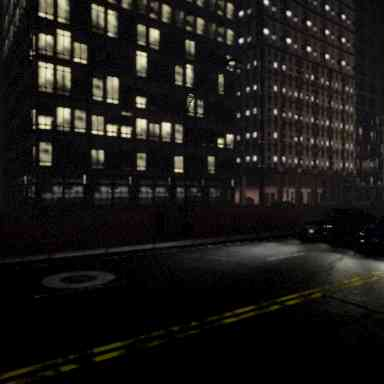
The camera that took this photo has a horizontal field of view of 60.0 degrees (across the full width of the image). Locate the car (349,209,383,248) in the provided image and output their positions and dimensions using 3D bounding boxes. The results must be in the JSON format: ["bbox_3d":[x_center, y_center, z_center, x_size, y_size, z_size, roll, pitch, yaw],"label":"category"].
[{"bbox_3d":[9.024,1.570,14.099,5.008,1.535,1.882,0,0,-35],"label":"car"}]

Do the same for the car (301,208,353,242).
[{"bbox_3d":[7.612,1.589,17.083,4.902,1.511,2.128,0,0,-35],"label":"car"}]
